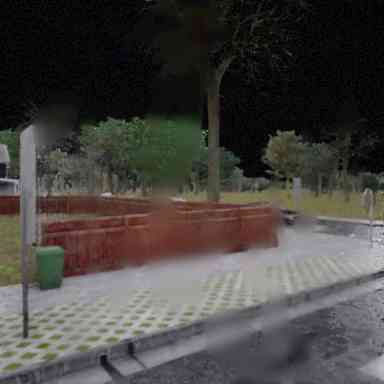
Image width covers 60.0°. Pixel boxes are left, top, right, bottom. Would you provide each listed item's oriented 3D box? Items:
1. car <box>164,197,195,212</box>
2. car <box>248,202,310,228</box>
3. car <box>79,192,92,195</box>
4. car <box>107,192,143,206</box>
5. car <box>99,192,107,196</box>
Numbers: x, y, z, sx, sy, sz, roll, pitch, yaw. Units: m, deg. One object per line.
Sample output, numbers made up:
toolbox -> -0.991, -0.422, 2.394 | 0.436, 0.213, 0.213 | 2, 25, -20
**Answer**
car -> -1.287, 1.183, 29.619 | 1.812, 1.442, 4.674 | 0, 1, -36
car -> 4.744, 1.364, 21.301 | 2.033, 1.411, 5.357 | 0, 1, -36
car -> -18.923, 0.708, 58.932 | 1.895, 1.301, 4.718 | 0, 1, -36
car -> -7.470, 1.040, 38.150 | 2.033, 1.411, 5.357 | 0, 1, -36
car -> -13.033, 0.795, 50.823 | 1.812, 1.442, 4.674 | 0, 1, -36
